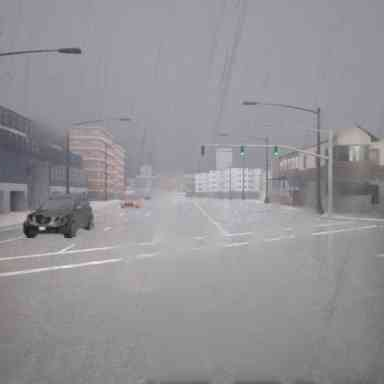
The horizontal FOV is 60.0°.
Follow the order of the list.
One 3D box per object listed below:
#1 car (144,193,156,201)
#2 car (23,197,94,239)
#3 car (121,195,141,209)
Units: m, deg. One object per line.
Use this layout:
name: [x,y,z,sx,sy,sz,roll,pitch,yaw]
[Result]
car: [-8.531,0.896,68.078,2.097,1.767,4.553,0,0,-2]
car: [-6.944,1.300,17.985,2.150,2.045,5.566,0,0,-2]
car: [-7.713,1.224,42.311,2.097,1.767,4.553,0,1,-2]
